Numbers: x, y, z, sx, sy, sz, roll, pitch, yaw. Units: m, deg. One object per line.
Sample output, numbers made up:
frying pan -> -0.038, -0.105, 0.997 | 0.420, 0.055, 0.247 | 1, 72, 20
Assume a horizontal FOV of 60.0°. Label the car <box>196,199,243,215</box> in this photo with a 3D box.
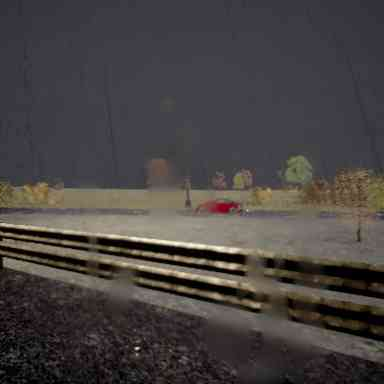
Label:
car -> 2.413, 1.284, 29.468 | 4.181, 1.385, 1.994 | 0, 0, 15
